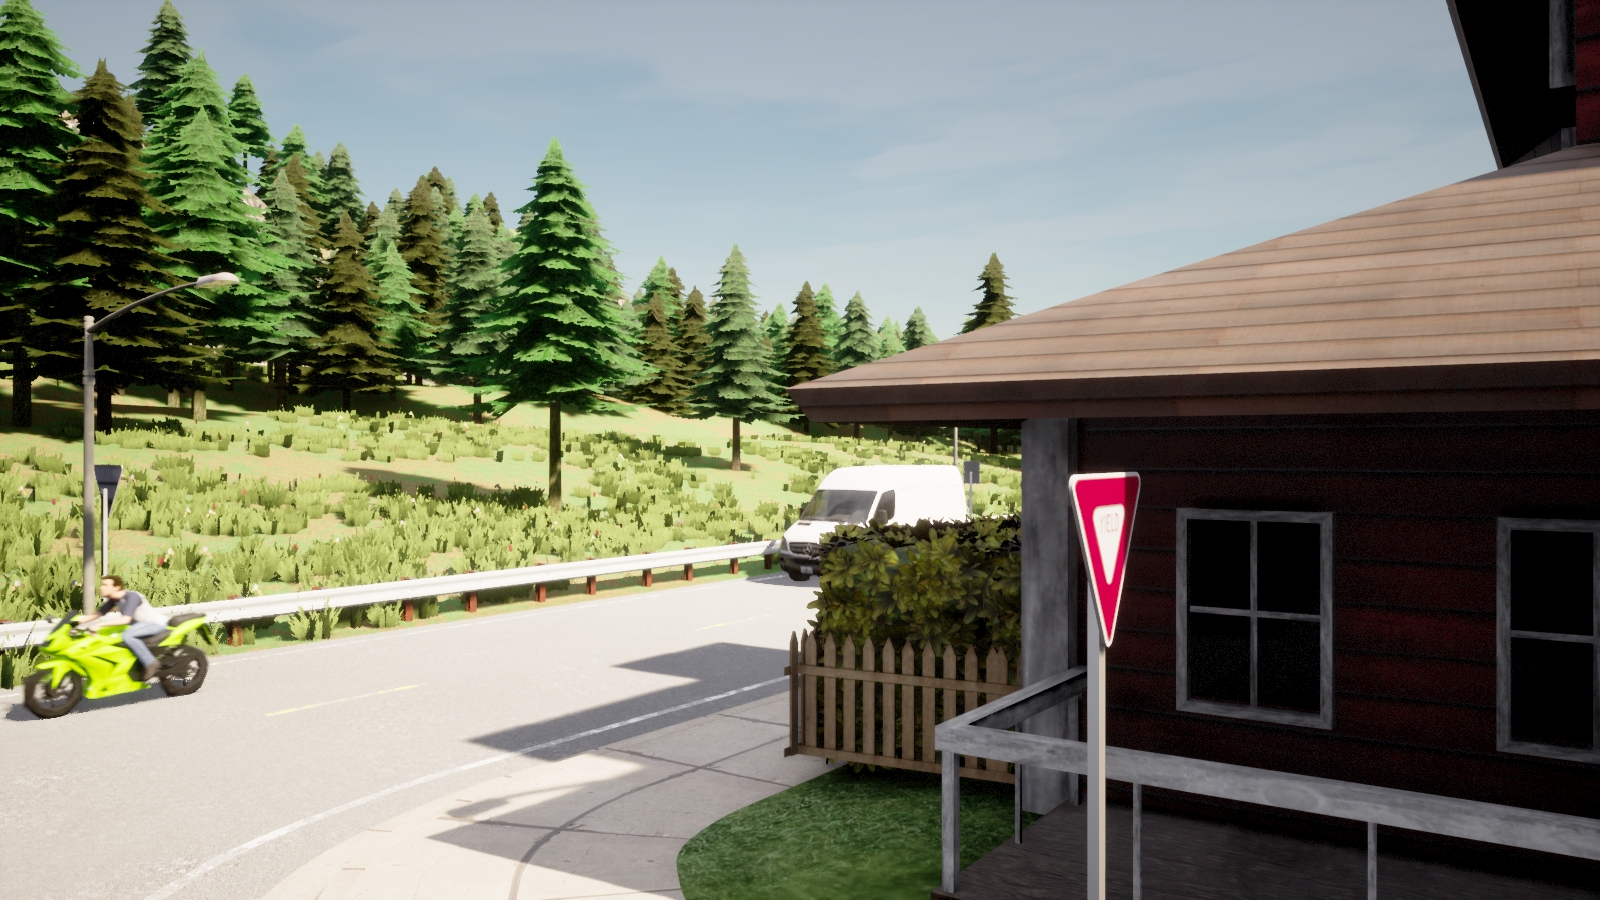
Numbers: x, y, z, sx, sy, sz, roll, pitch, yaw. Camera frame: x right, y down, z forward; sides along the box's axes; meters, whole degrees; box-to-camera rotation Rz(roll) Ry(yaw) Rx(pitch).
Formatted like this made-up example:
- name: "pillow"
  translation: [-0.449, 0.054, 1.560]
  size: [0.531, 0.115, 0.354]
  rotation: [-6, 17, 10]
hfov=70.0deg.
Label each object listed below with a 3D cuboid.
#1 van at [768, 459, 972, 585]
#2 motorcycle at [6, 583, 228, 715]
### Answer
- name: "van"
  translation: [1.816, 1.534, 26.787]
  size: [1.988, 2.561, 5.915]
  rotation: [0, 0, 35]
- name: "motorcycle"
  translation: [-7.751, 2.213, 13.063]
  size: [0.803, 1.145, 2.033]
  rotation: [0, 0, 35]
